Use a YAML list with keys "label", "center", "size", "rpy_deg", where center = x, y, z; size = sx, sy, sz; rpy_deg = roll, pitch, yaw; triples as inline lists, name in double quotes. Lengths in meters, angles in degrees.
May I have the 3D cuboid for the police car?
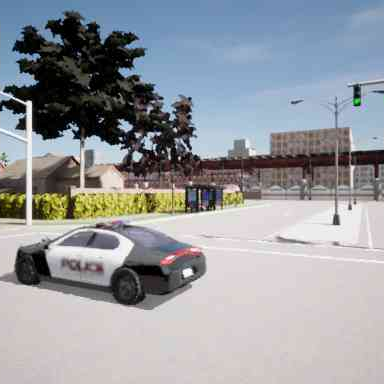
- label: "police car"
  center: [-2.210, 1.509, 8.109]
  size: [4.974, 1.542, 2.038]
  rpy_deg: [0, 0, 28]
